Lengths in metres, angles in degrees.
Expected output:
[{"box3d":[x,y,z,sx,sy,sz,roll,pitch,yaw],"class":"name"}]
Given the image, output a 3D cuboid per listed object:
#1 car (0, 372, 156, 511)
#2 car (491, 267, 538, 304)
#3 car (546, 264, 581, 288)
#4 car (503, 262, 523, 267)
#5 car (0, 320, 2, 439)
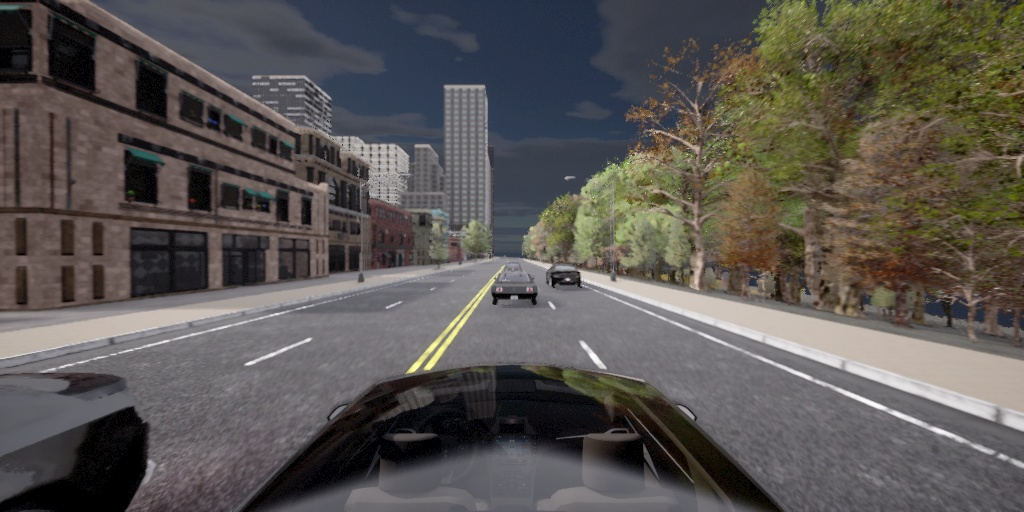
[{"box3d":[-3.336,1.238,0.313,2.128,1.511,4.902,0,0,0],"class":"car"},{"box3d":[0.100,1.372,16.485,1.895,1.301,4.718,0,0,0],"class":"car"},{"box3d":[3.350,1.260,24.042,1.882,1.535,5.008,0,0,0],"class":"car"},{"box3d":[0.100,1.348,36.992,2.033,1.411,5.357,0,0,0],"class":"car"},{"box3d":[-6.581,1.351,1.600,1.895,1.301,4.718,0,0,0],"class":"car"}]
